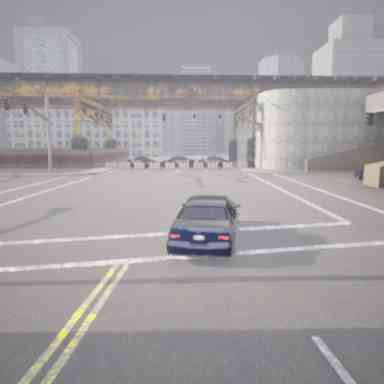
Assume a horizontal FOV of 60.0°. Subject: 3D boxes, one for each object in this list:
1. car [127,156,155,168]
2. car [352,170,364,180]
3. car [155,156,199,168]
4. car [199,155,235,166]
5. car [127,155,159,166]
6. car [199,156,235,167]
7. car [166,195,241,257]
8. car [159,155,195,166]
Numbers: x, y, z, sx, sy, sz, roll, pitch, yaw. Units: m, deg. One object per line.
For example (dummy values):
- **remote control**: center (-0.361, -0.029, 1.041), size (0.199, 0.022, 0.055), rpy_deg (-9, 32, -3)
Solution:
- **car**: center (-6.589, -4.088, 44.838), size (4.974, 1.542, 2.038), rpy_deg (8, 11, 43)
- **car**: center (16.187, -1.579, 27.975), size (4.718, 1.301, 1.895), rpy_deg (0, 8, -1)
- **car**: center (-1.981, -4.085, 44.814), size (4.974, 1.542, 2.038), rpy_deg (-6, 10, -36)
- **car**: center (3.346, -4.348, 45.557), size (4.536, 1.218, 1.853), rpy_deg (4, 9, 29)
- **car**: center (-6.627, -4.249, 44.852), size (4.536, 1.218, 1.853), rpy_deg (8, 11, 43)
- **car**: center (3.392, -4.188, 45.554), size (4.974, 1.542, 2.038), rpy_deg (4, 9, 29)
- **car**: center (0.536, 0.815, 10.579), size (2.033, 1.411, 5.357), rpy_deg (1, 8, 8)
- **car**: center (-1.939, -4.245, 44.822), size (4.536, 1.218, 1.853), rpy_deg (-6, 10, -36)
